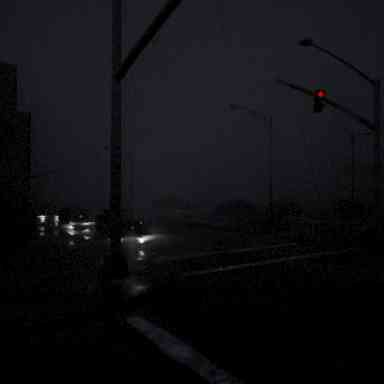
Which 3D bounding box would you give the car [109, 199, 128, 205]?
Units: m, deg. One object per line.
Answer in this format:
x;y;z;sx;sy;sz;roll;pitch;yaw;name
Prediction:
-14.518;1.896;66.212;3.633;1.501;1.845;1;0;-35;car

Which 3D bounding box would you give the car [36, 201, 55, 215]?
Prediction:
-17.001;1.826;38.985;1.837;1.490;4.892;1;0;-34;car

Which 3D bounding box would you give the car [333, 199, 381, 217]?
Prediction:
16.903;1.796;33.974;4.514;1.523;2.007;1;0;-35;car

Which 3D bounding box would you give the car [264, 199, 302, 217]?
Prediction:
9.020;1.679;33.002;3.806;1.475;1.970;1;0;-35;car

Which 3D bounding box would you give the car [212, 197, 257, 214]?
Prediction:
5.120;1.611;38.110;5.027;1.636;2.152;1;0;-35;car

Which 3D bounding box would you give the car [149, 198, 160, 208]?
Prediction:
-4.108;1.582;50.818;4.605;1.855;1.932;1;0;-35;car

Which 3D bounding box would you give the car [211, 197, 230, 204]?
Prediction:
6.935;2.074;80.959;4.514;1.523;2.007;1;0;-35;car

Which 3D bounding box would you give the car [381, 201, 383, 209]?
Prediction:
28.193;2.023;50.194;3.806;1.475;1.970;1;0;-35;car

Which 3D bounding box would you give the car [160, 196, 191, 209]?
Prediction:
-2.123;1.559;48.656;3.866;1.878;1.905;1;0;-35;car

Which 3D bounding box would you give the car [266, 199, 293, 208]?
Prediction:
14.759;1.921;56.034;4.514;1.523;2.007;1;0;-35;car

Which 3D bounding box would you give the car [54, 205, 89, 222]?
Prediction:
-10.361;1.864;29.273;1.994;1.385;4.181;1;0;-34;car

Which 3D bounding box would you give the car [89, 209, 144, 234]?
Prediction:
-4.732;1.806;21.105;1.812;1.442;4.674;1;0;-35;car

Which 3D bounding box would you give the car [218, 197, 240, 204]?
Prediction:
8.755;2.059;78.403;5.027;1.636;2.152;1;0;-35;car

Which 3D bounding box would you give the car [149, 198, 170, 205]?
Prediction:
-6.714;1.961;67.956;3.806;1.475;1.970;1;0;-35;car

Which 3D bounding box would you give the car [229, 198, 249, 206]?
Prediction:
9.136;1.963;64.294;3.633;1.501;1.845;1;0;-35;car

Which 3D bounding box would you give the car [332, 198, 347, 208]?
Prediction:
21.226;1.690;45.364;4.605;1.855;1.932;1;0;-35;car
